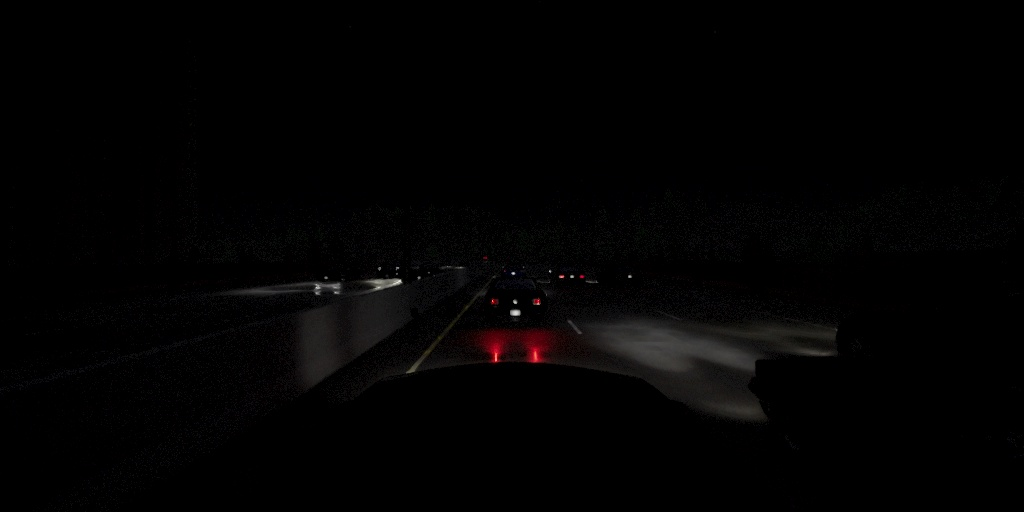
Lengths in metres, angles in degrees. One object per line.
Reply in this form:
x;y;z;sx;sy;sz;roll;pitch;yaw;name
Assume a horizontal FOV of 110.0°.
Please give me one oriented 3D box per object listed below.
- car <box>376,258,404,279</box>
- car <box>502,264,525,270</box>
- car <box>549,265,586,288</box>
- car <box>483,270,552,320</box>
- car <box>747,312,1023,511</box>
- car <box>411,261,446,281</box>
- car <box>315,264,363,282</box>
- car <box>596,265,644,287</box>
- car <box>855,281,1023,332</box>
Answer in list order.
-10.582;1.111;32.590;2.097;1.767;4.553;0;0;0;car
0.111;1.319;29.887;1.994;1.385;4.181;0;0;0;car
3.609;1.295;24.039;2.033;1.411;5.357;0;0;0;car
0.105;1.345;12.542;1.895;1.301;4.718;0;0;0;car
3.600;1.351;1.909;1.895;1.301;4.718;0;0;0;car
-7.087;1.355;29.656;1.895;1.301;4.718;0;0;0;car
-14.087;1.355;29.397;1.895;1.301;4.718;0;0;0;car
7.109;1.295;24.134;2.033;1.411;5.357;0;0;0;car
7.102;1.100;4.794;2.097;1.767;4.553;0;0;0;car
